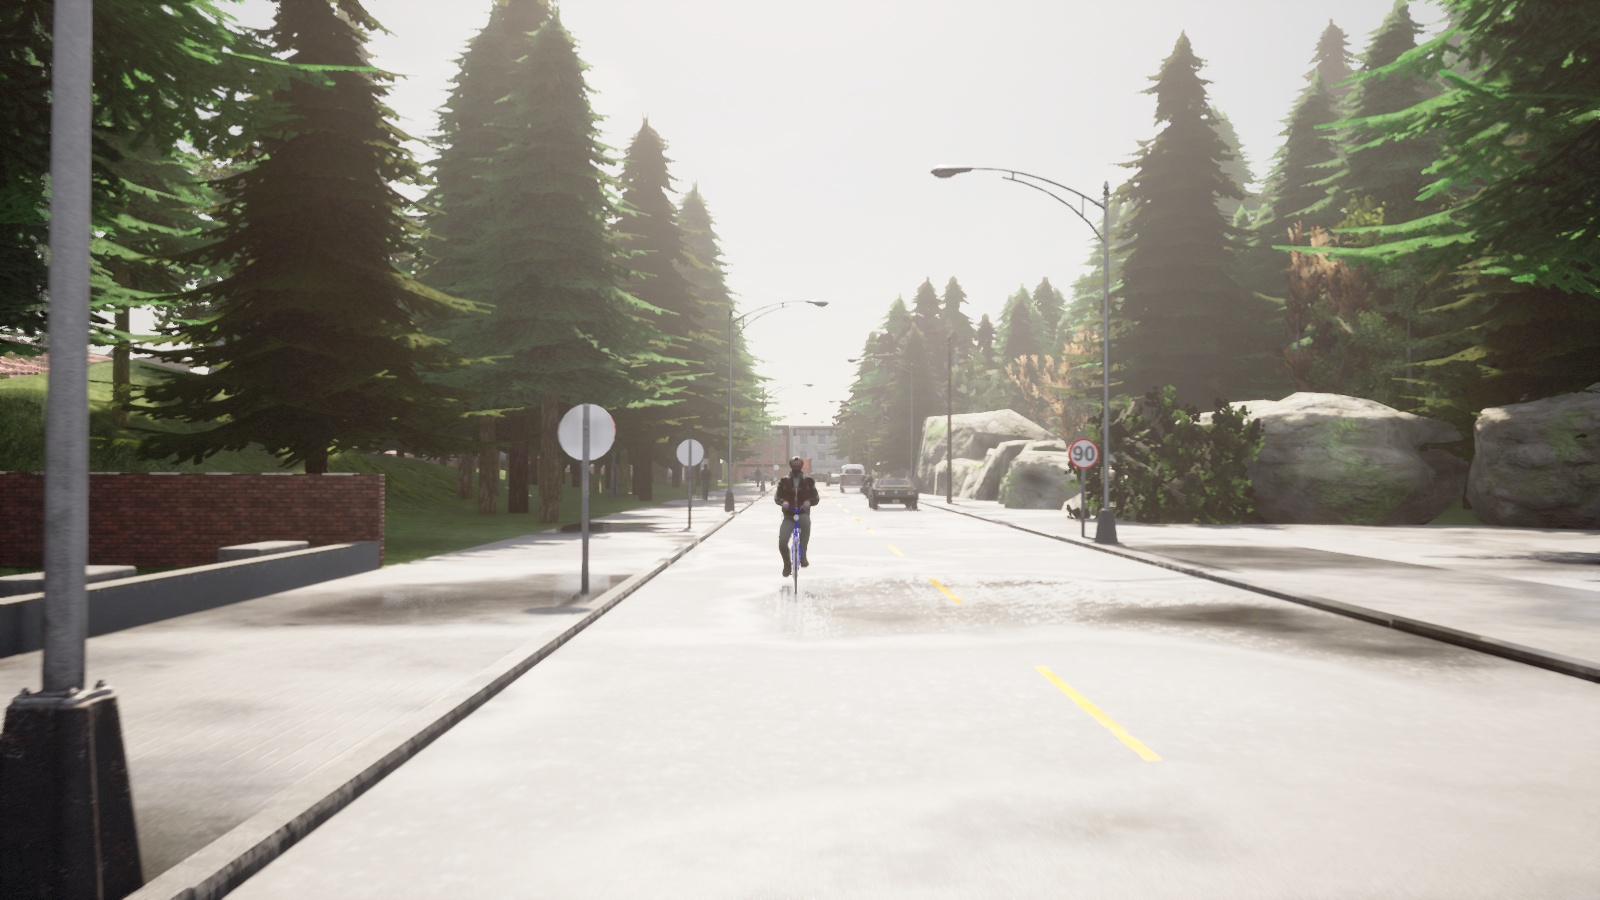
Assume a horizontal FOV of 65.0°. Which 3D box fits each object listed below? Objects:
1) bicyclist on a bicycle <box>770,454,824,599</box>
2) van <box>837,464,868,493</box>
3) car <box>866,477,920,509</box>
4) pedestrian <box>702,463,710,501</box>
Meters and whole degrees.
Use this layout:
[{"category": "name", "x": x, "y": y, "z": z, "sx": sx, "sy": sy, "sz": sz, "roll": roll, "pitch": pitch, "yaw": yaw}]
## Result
[{"category": "bicyclist on a bicycle", "x": -0.042, "y": 0.959, "z": 16.325, "sx": 0.659, "sy": 1.776, "sz": 1.843, "roll": 0, "pitch": -1, "yaw": 0}, {"category": "van", "x": 3.843, "y": 2.067, "z": 92.202, "sx": 2.069, "sy": 2.038, "sz": 4.480, "roll": 0, "pitch": -1, "yaw": 0}, {"category": "car", "x": 3.888, "y": 1.789, "z": 53.151, "sx": 1.895, "sy": 1.301, "sz": 4.718, "roll": 0, "pitch": -1, "yaw": 0}, {"category": "pedestrian", "x": -4.551, "y": 1.560, "z": 60.793, "sx": 0.353, "sy": 1.847, "sz": 0.614, "roll": 0, "pitch": -1, "yaw": 0}]
